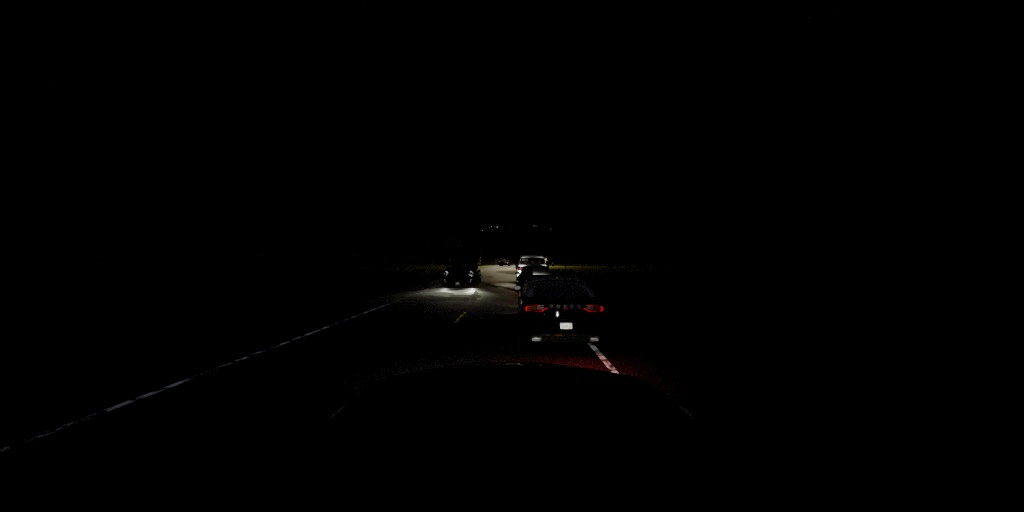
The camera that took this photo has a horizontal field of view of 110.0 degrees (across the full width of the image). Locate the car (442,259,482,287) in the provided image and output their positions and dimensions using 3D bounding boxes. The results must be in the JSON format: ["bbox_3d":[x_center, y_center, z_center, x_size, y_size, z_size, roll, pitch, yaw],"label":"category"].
[{"bbox_3d":[-3.277,1.098,24.138,2.097,1.767,4.553,0,0,2],"label":"car"}]

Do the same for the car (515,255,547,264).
[{"bbox_3d":[1.391,0.968,25.521,2.150,2.045,5.566,0,0,2],"label":"car"}]

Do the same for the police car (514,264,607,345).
[{"bbox_3d":[1.095,1.175,9.651,1.930,1.638,5.238,0,0,1],"label":"police car"}]

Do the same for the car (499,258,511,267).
[{"bbox_3d":[-1.307,1.207,65.074,1.837,1.490,4.892,0,0,4],"label":"car"}]

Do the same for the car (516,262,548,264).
[{"bbox_3d":[1.247,1.253,19.511,1.837,1.490,4.892,0,0,1],"label":"car"}]
